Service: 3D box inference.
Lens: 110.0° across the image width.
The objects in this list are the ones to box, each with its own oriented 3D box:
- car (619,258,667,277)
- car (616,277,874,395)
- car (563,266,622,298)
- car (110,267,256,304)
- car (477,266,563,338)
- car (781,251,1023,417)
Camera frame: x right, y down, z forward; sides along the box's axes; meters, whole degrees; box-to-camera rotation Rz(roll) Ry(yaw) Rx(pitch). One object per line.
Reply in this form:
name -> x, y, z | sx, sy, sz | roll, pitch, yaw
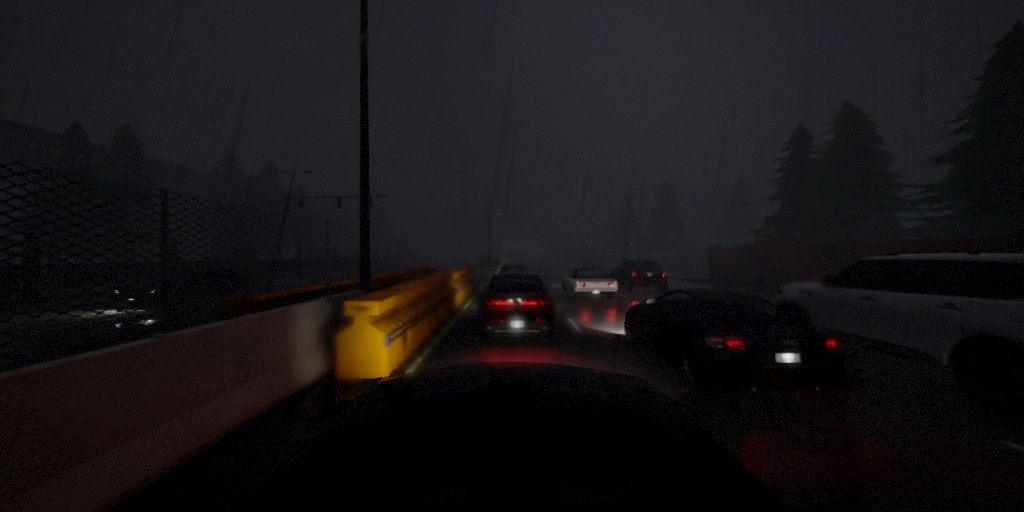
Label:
car -> 7.115, 0.965, 20.665 | 2.097, 1.767, 4.553 | 0, 0, 0
car -> 3.602, 1.278, 6.680 | 1.994, 1.385, 4.181 | 0, 0, 0
car -> 3.612, 1.236, 17.557 | 1.895, 1.301, 4.718 | 0, 0, 0
car -> -14.003, 1.196, 15.861 | 2.033, 1.411, 5.357 | 0, 0, 0
car -> 0.107, 1.194, 10.000 | 1.837, 1.490, 4.892 | 0, 0, 0
car -> 7.103, 0.941, 6.013 | 2.150, 2.045, 5.566 | 0, 1, 0
